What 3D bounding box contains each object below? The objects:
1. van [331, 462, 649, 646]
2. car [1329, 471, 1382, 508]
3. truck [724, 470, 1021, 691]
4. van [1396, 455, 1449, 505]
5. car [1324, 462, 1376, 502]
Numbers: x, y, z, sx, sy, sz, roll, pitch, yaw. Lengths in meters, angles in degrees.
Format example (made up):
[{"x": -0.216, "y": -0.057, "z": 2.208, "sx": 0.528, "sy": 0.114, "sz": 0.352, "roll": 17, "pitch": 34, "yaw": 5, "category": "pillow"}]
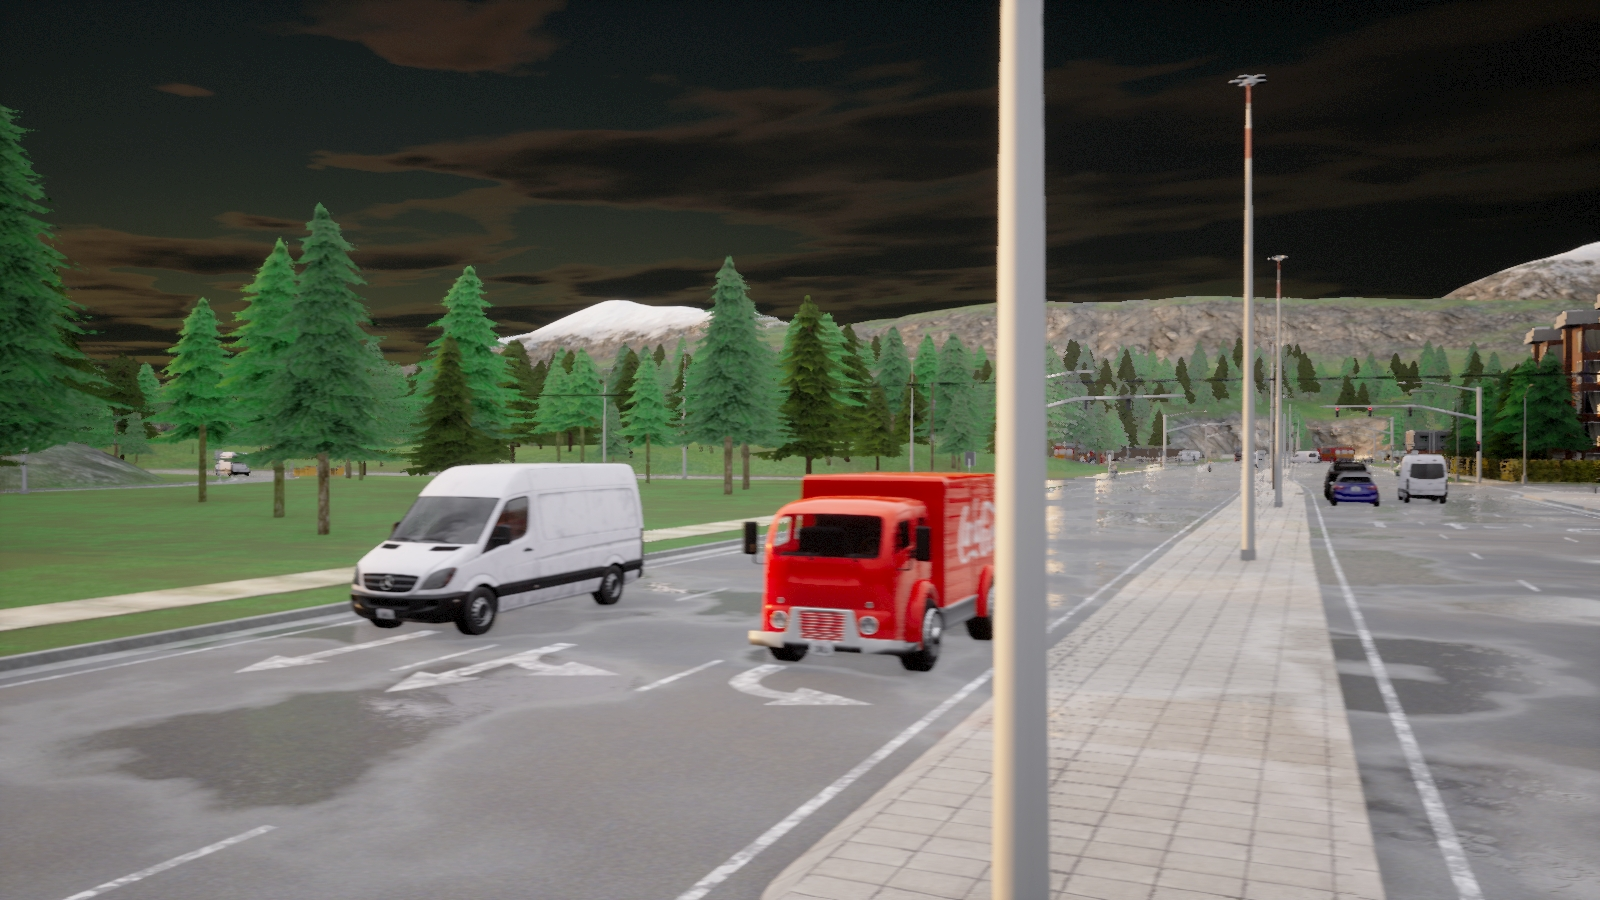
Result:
[{"x": -4.948, "y": 1.526, "z": 19.453, "sx": 1.988, "sy": 2.561, "sz": 5.915, "roll": 0, "pitch": 0, "yaw": 23, "category": "van"}, {"x": 28.213, "y": 1.971, "z": 58.167, "sx": 2.242, "sy": 1.667, "sz": 4.611, "roll": 0, "pitch": 0, "yaw": 24, "category": "car"}, {"x": 1.267, "y": 1.565, "z": 16.180, "sx": 2.627, "sy": 2.467, "sz": 5.204, "roll": 0, "pitch": 0, "yaw": 23, "category": "truck"}, {"x": 33.589, "y": 1.540, "z": 61.757, "sx": 1.988, "sy": 2.561, "sz": 5.915, "roll": 0, "pitch": 0, "yaw": 24, "category": "van"}, {"x": 31.035, "y": 1.757, "z": 64.634, "sx": 2.390, "sy": 2.098, "sz": 6.274, "roll": 0, "pitch": 0, "yaw": 24, "category": "car"}]
